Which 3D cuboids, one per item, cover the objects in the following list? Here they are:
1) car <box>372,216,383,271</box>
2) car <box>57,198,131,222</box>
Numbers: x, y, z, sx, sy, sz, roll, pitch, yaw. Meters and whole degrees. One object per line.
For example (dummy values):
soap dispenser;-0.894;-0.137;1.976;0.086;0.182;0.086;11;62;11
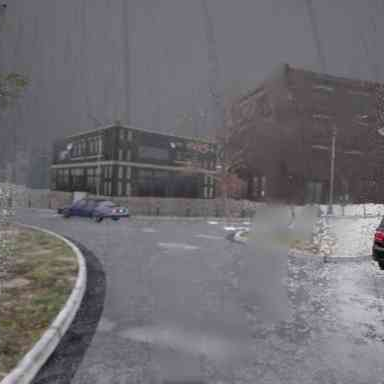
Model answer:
car;7.774;1.455;10.219;5.566;2.045;2.150;1;1;-35
car;-6.588;1.134;22.157;5.357;1.411;2.033;3;0;31
